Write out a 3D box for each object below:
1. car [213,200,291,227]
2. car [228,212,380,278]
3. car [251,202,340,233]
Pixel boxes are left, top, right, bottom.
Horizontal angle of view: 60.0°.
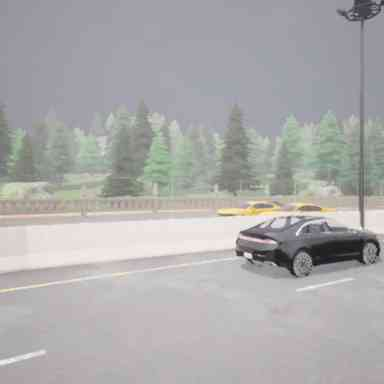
[{"bbox_3d":[4.044,1.359,22.271,5.008,1.535,1.882,0,0,-26],"label":"car"},{"bbox_3d":[3.557,1.443,9.898,4.902,1.511,2.128,0,0,-30],"label":"car"},{"bbox_3d":[6.071,1.382,19.382,5.008,1.535,1.882,0,0,-25],"label":"car"}]
